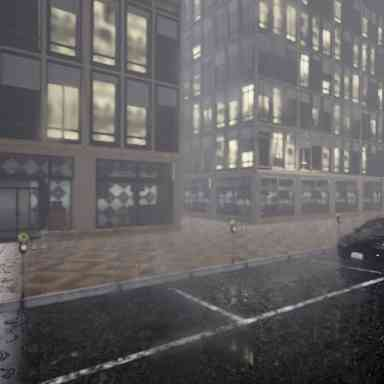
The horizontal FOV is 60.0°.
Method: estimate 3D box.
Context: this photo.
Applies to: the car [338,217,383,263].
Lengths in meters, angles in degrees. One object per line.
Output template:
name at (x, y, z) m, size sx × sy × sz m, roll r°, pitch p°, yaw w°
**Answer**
car at (6.813, 1.570, 11.418) m, size 4.313 × 1.339 × 1.947 m, roll 0°, pitch 0°, yaw -36°
